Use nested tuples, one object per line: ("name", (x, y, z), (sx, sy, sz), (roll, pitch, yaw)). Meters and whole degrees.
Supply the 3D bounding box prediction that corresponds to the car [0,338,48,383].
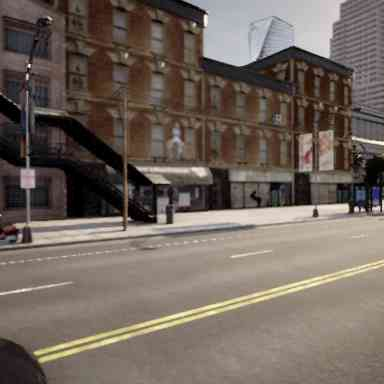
("car", (-3.214, 1.517, 1.458), (4.892, 1.490, 1.837), (-1, 0, -35))
